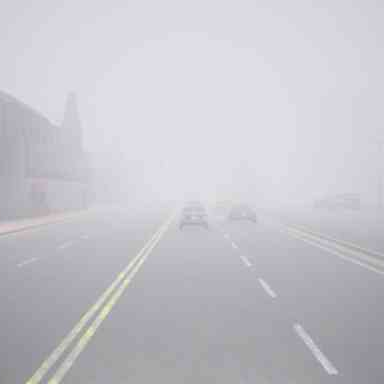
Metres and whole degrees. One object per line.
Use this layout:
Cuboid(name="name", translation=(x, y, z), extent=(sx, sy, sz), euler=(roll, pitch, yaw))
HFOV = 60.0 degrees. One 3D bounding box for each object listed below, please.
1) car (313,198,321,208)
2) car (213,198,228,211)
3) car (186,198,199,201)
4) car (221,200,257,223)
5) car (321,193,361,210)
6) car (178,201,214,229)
Cuboid(name="car", translation=(17.764, 1.109, 41.934), extent=(4.605, 1.855, 1.932), euler=(0, 0, -2))
Cuboid(name="car", translation=(3.547, 1.435, 39.929), extent=(1.882, 1.535, 5.008), euler=(0, 0, 0))
Cuboid(name="car", translation=(0.070, 1.449, 38.232), extent=(2.128, 1.511, 4.902), euler=(0, 0, 0))
Cuboid(name="car", translation=(3.609, 1.536, 25.372), extent=(1.994, 1.385, 4.181), euler=(0, 0, -1))
Cuboid(name="car", translation=(17.784, 1.115, 39.039), extent=(3.866, 1.878, 1.905), euler=(0, 0, -2))
Cuboid(name="car", translation=(0.099, 1.525, 21.398), extent=(2.033, 1.411, 5.357), euler=(0, 0, 0))
